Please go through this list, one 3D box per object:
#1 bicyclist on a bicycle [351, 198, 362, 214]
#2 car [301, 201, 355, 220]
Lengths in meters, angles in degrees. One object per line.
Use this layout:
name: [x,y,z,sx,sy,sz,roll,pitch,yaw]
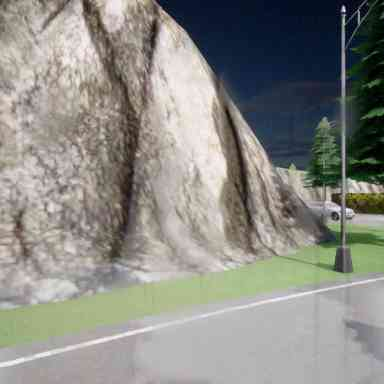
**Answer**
bicyclist on a bicycle: [16.488,1.453,33.370,1.656,1.620,0.582,0,0,-28]
car: [11.314,1.526,27.989,1.812,1.442,4.674,0,0,-28]
